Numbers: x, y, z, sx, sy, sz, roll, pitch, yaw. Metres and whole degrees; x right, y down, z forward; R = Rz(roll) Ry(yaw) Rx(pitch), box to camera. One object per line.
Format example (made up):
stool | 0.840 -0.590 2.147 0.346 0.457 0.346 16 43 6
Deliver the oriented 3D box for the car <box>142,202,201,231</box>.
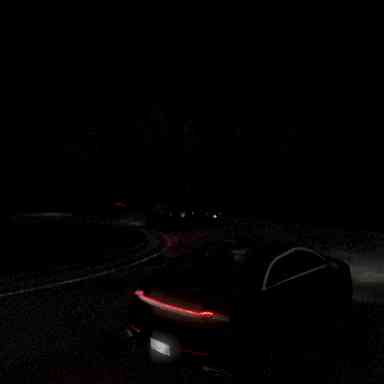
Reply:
car | -1.633 1.466 22.002 2.097 1.767 4.553 0 0 -30

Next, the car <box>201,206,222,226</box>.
car | 0.367 1.705 25.147 1.994 1.385 4.181 1 -1 -38

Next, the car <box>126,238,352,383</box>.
car | 1.192 1.527 5.565 2.128 1.511 4.902 0 0 40

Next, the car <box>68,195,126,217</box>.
car | -9.452 1.360 33.259 5.566 2.045 2.150 0 -1 6
